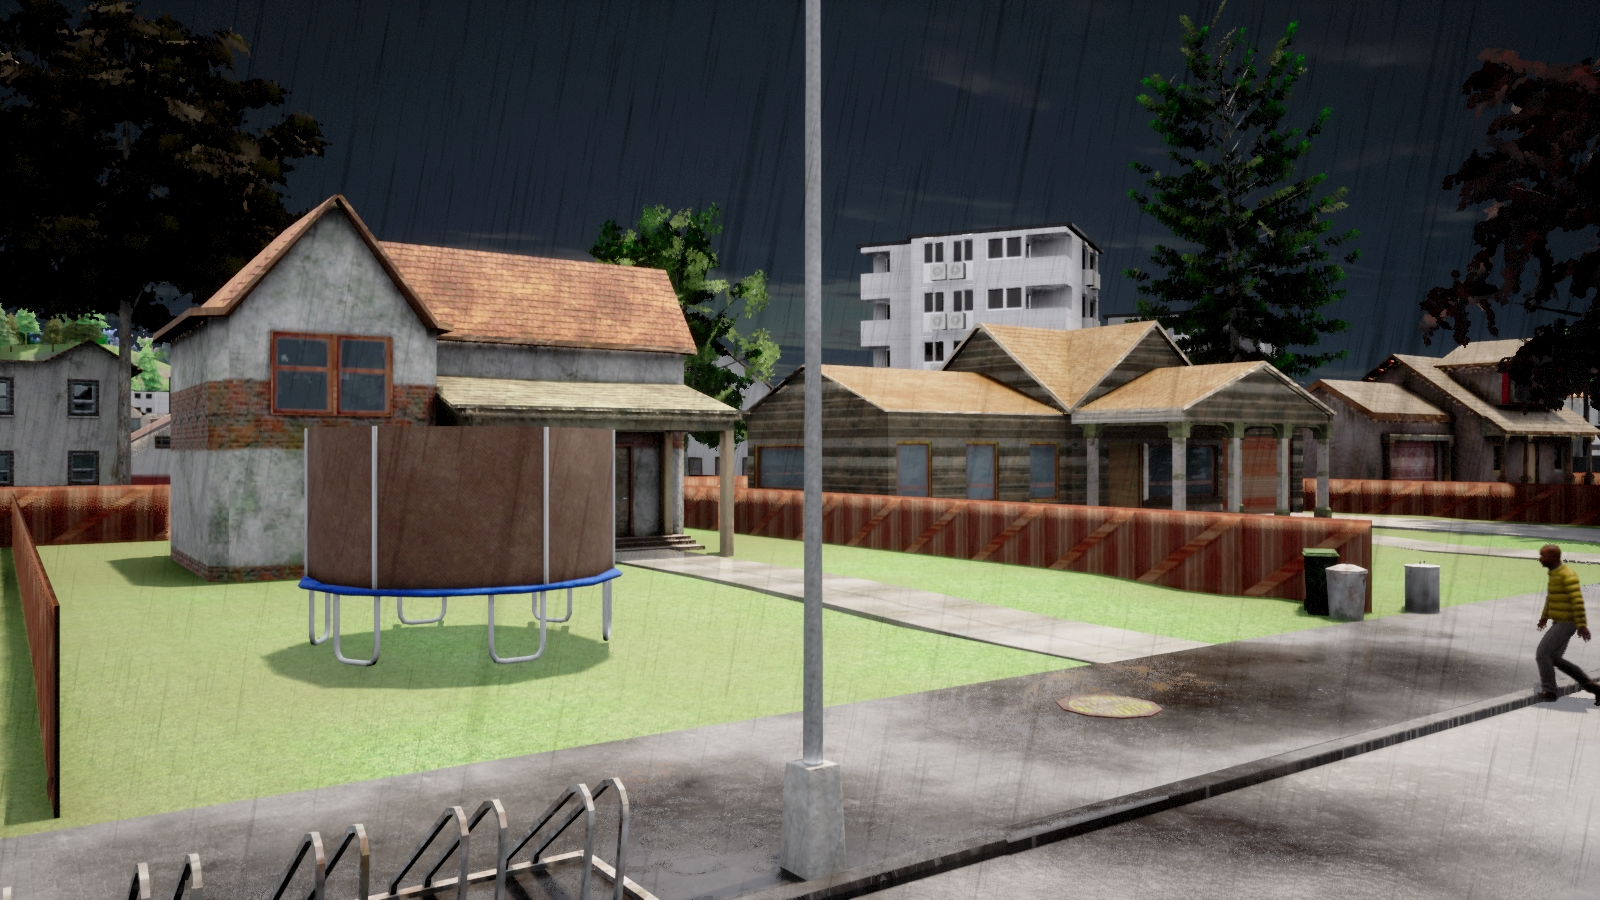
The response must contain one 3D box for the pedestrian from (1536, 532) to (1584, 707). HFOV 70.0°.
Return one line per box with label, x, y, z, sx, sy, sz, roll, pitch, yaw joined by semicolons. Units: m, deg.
pedestrian;8.364;1.849;12.580;0.375;1.860;0.375;0;0;24
